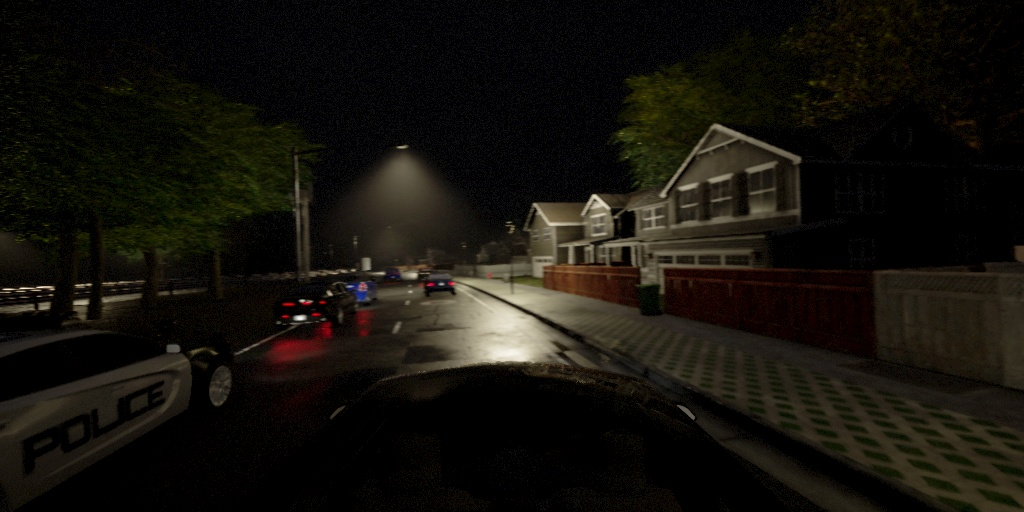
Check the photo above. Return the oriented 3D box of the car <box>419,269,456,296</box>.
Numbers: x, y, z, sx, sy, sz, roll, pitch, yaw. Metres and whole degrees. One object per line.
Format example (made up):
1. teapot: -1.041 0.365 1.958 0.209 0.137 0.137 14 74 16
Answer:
1. car: -4.744 1.740 23.242 2.033 1.411 5.357 -2 -1 -15

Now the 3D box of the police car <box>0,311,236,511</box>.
1. police car: -4.758 1.376 3.471 1.930 1.638 5.238 -2 -1 -12

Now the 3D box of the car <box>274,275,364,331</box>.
1. car: -6.943 1.663 13.131 1.837 1.490 4.892 -2 -1 -14

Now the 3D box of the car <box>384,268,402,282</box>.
1. car: -14.106 2.241 42.458 1.882 1.535 5.008 -2 0 -18

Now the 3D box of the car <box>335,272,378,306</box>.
1. car: -8.396 1.632 18.937 2.097 1.767 4.553 -2 -1 -14

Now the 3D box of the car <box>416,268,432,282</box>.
1. car: -9.664 2.060 40.054 2.128 1.511 4.902 -2 -1 -17
